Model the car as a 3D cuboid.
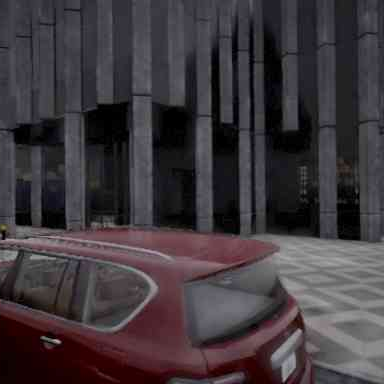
[{"bbox_3d":[-1.258,1.328,3.753,5.009,1.841,2.192,0,-1,35],"label":"car"}]
